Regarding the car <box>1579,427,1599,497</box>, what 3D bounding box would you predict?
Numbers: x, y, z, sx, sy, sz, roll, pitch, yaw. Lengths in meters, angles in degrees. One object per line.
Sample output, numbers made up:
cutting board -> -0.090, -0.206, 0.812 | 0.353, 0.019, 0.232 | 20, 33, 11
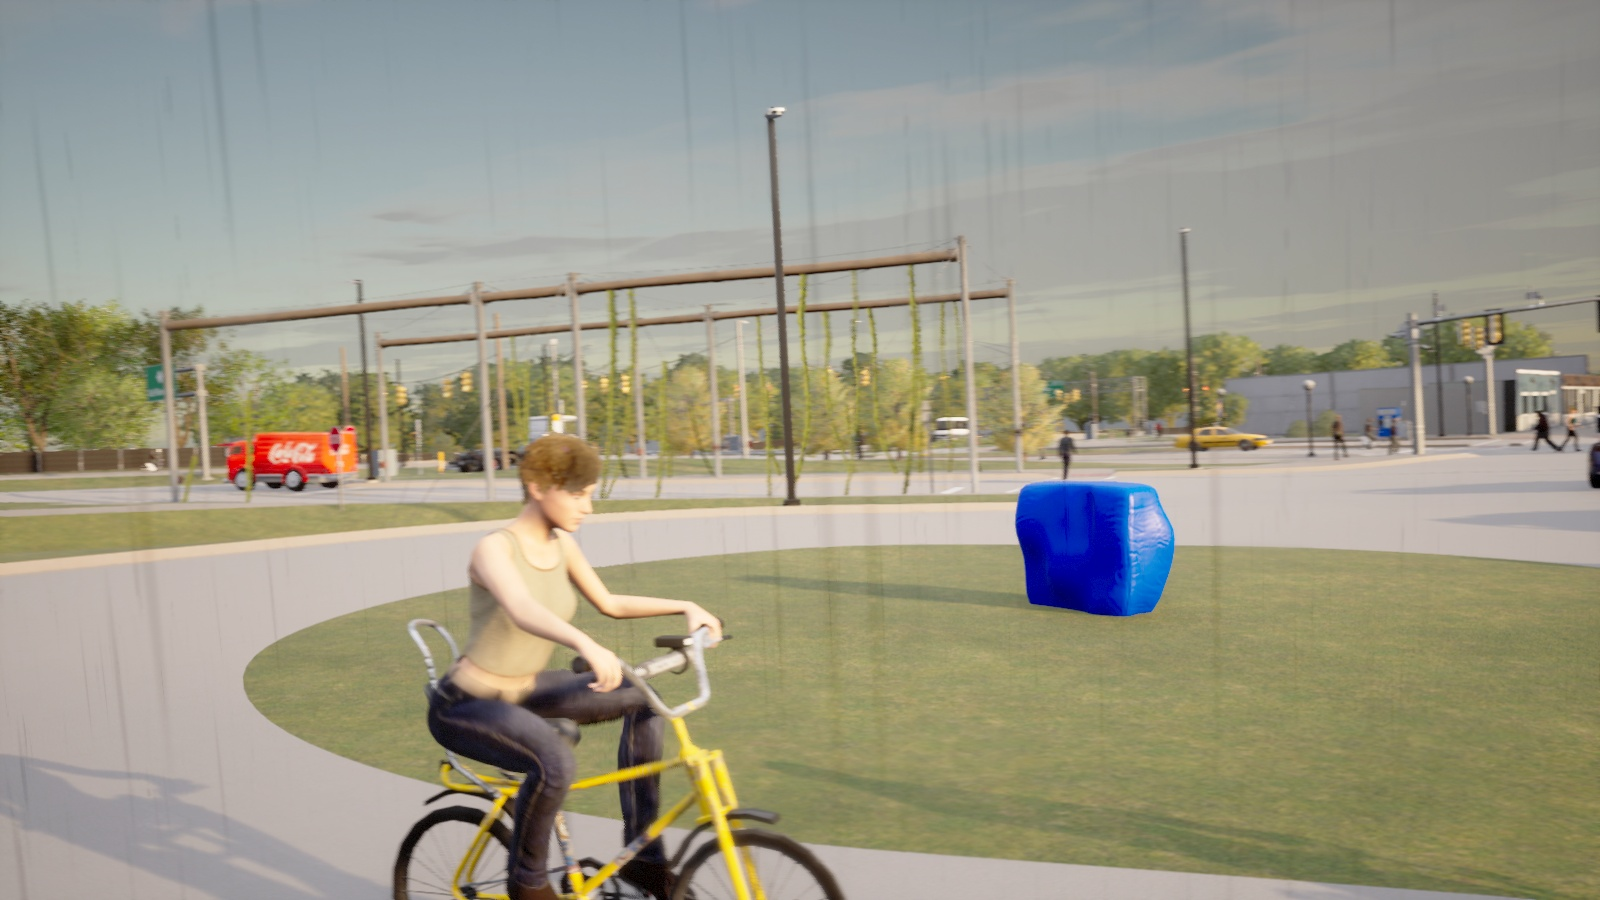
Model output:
car -> 19.536, 0.173, 28.600 | 2.163, 1.488, 4.792 | -3, 0, 42

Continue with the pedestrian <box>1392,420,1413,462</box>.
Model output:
pedestrian -> 27.220, -0.393, 56.716 | 0.720, 1.854, 0.376 | -2, 1, 37

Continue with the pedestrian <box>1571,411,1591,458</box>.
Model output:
pedestrian -> 31.044, -0.615, 49.903 | 0.594, 1.836, 0.345 | -2, 1, 30

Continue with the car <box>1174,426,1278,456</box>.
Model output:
car -> 24.621, -0.517, 72.659 | 5.366, 1.575, 1.801 | -2, 1, 37

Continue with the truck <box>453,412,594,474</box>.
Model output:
truck -> -16.305, -0.428, 74.487 | 2.891, 3.462, 7.936 | -2, 0, 41

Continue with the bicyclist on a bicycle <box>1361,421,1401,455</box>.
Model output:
bicyclist on a bicycle -> 31.281, -0.649, 67.577 | 1.843, 1.776, 0.659 | -1, 2, 36

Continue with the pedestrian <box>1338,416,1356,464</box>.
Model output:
pedestrian -> 21.419, -0.384, 49.203 | 0.634, 1.846, 0.331 | -4, 1, -40

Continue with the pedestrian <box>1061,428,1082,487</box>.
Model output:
pedestrian -> 9.286, 0.256, 42.939 | 0.423, 1.949, 0.788 | -2, 1, 28

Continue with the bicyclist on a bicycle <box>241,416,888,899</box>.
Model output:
bicyclist on a bicycle -> -0.631, 0.753, 3.522 | 1.509, 1.612, 0.866 | -2, 0, 23

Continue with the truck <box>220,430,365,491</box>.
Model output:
truck -> -21.635, 0.387, 53.581 | 5.204, 2.467, 2.627 | 0, 2, 17

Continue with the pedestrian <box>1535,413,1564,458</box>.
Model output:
pedestrian -> 31.107, -0.606, 52.121 | 0.899, 1.844, 0.634 | -2, 1, 38
